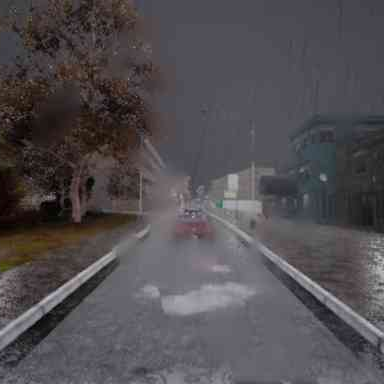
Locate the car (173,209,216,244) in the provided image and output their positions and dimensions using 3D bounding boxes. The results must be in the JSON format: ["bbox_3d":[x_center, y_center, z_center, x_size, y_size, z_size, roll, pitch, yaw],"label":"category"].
[{"bbox_3d":[0.125,1.721,16.428,1.895,1.301,4.718,0,-1,0],"label":"car"}]

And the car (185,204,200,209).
[{"bbox_3d":[0.061,2.160,33.887,1.895,1.301,4.718,1,-2,-2],"label":"car"}]
